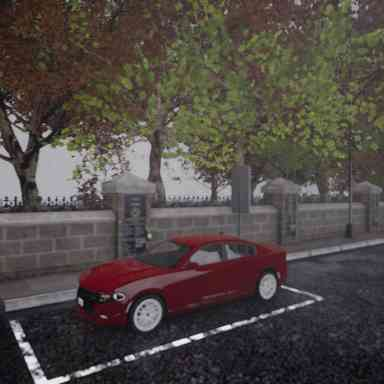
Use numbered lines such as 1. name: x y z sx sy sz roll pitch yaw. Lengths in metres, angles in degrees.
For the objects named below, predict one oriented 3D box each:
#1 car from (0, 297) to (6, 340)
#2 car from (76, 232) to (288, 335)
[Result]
1. car: -4.466 1.549 3.471 4.403 1.369 2.008 0 0 -35
2. car: 0.018 1.548 6.725 4.507 1.381 1.887 0 0 -35
